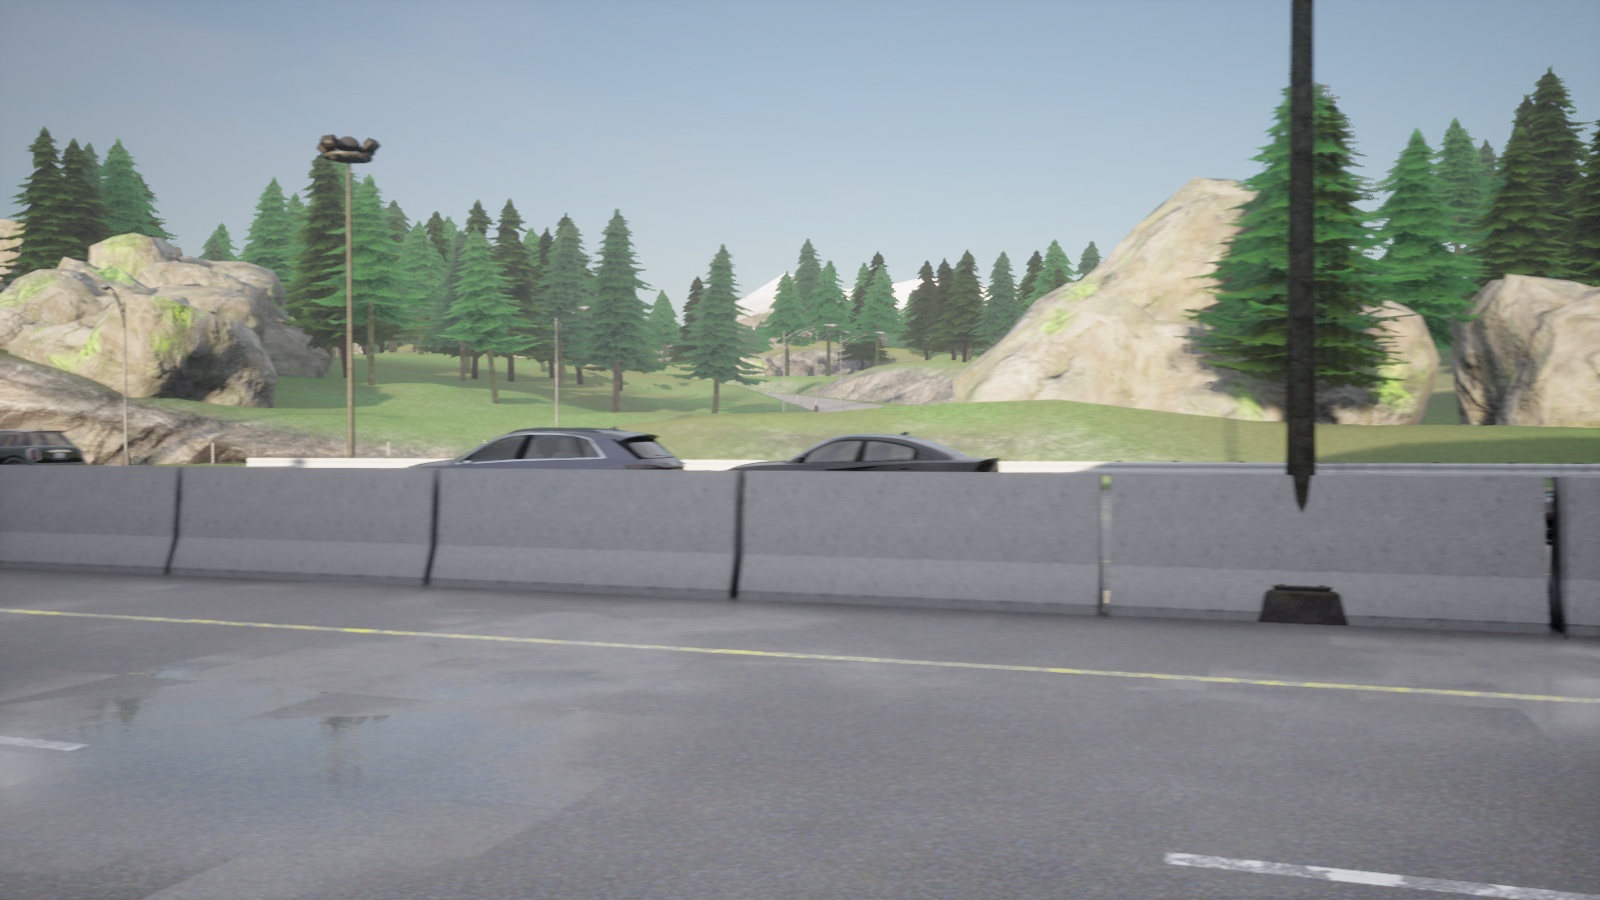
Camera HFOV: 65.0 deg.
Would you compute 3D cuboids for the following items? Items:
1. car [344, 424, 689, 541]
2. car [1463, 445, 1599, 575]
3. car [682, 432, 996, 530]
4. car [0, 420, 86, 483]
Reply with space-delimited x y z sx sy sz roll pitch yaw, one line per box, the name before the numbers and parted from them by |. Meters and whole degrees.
car | -4.363 0.429 19.430 4.856 1.649 2.033 1 1 19
car | 10.757 0.685 14.345 5.357 1.411 2.033 1 1 19
car | 0.675 0.464 21.428 5.008 1.535 1.882 1 1 19
car | -23.696 0.002 37.010 4.553 1.767 2.097 1 1 19
